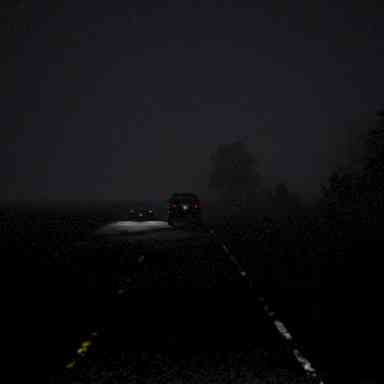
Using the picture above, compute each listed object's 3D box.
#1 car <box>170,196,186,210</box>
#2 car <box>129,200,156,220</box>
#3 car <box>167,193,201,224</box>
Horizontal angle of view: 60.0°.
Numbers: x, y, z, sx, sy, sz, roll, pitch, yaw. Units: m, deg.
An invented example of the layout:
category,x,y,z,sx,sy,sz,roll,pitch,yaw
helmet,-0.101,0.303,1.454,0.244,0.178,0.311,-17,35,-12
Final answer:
category,x,y,z,sx,sy,sz,roll,pitch,yaw
car,-1.778,1.285,40.964,1.837,1.490,4.892,0,1,-5
car,-3.836,1.384,26.362,1.812,1.442,4.674,0,0,-3
car,-0.558,1.086,23.386,2.150,2.045,5.566,0,-1,-3
